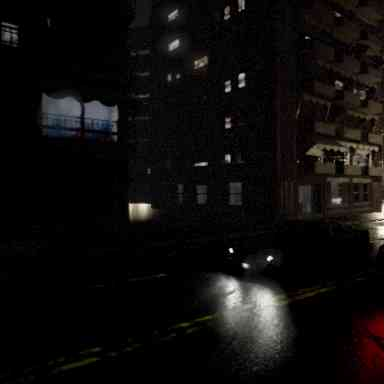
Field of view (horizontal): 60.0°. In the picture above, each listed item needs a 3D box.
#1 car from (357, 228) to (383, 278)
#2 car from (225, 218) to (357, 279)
[{"bbox_3d":[6.421,1.490,8.151,4.902,1.511,2.128,0,0,-36],"label":"car"},{"bbox_3d":[3.556,1.548,10.313,5.357,1.411,2.033,0,0,-36],"label":"car"}]
